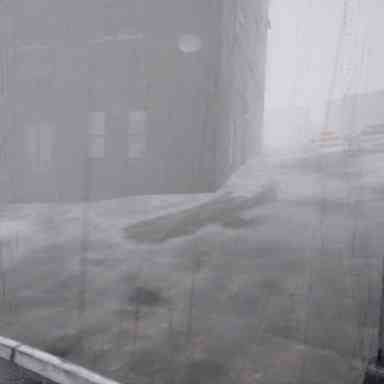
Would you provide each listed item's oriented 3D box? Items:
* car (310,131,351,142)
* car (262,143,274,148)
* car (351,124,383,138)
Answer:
[{"bbox_3d":[14.252,-5.374,33.811,2.185,1.767,4.553,1,2,-29],"label":"car"},{"bbox_3d":[8.979,-5.684,43.479,2.231,1.521,4.892,1,2,-29],"label":"car"},{"bbox_3d":[16.892,-5.149,28.967,2.185,1.767,4.553,1,2,-29],"label":"car"}]
